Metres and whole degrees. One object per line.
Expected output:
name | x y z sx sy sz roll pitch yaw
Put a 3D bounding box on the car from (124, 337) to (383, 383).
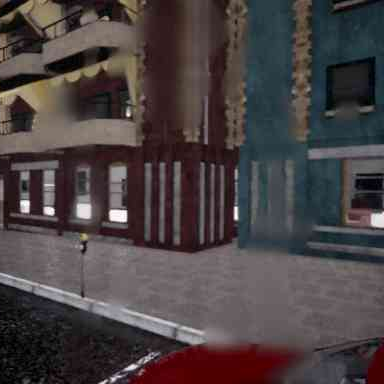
car | 1.289 1.581 1.799 4.206 1.307 1.802 0 1 35
